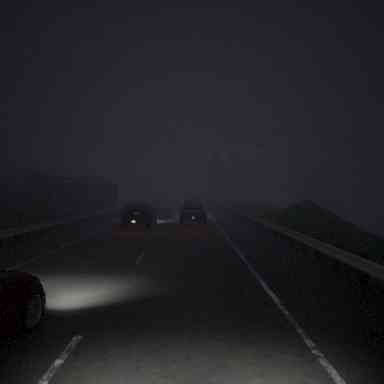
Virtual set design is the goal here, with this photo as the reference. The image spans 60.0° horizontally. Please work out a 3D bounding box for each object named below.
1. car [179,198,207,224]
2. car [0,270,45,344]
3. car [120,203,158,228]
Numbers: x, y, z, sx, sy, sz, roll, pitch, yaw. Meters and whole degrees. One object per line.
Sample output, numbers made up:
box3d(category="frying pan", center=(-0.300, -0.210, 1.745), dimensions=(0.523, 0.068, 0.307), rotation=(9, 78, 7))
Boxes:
box3d(category="car", center=(0.079, 1.466, 24.144), dimensions=(2.128, 1.511, 4.902), rotation=(0, 0, 0))
box3d(category="car", center=(-3.407, 1.521, 3.750), dimensions=(1.812, 1.442, 4.674), rotation=(0, 0, 0))
box3d(category="car", center=(-3.420, 1.480, 21.843), dimensions=(1.837, 1.490, 4.892), rotation=(0, 0, 0))
